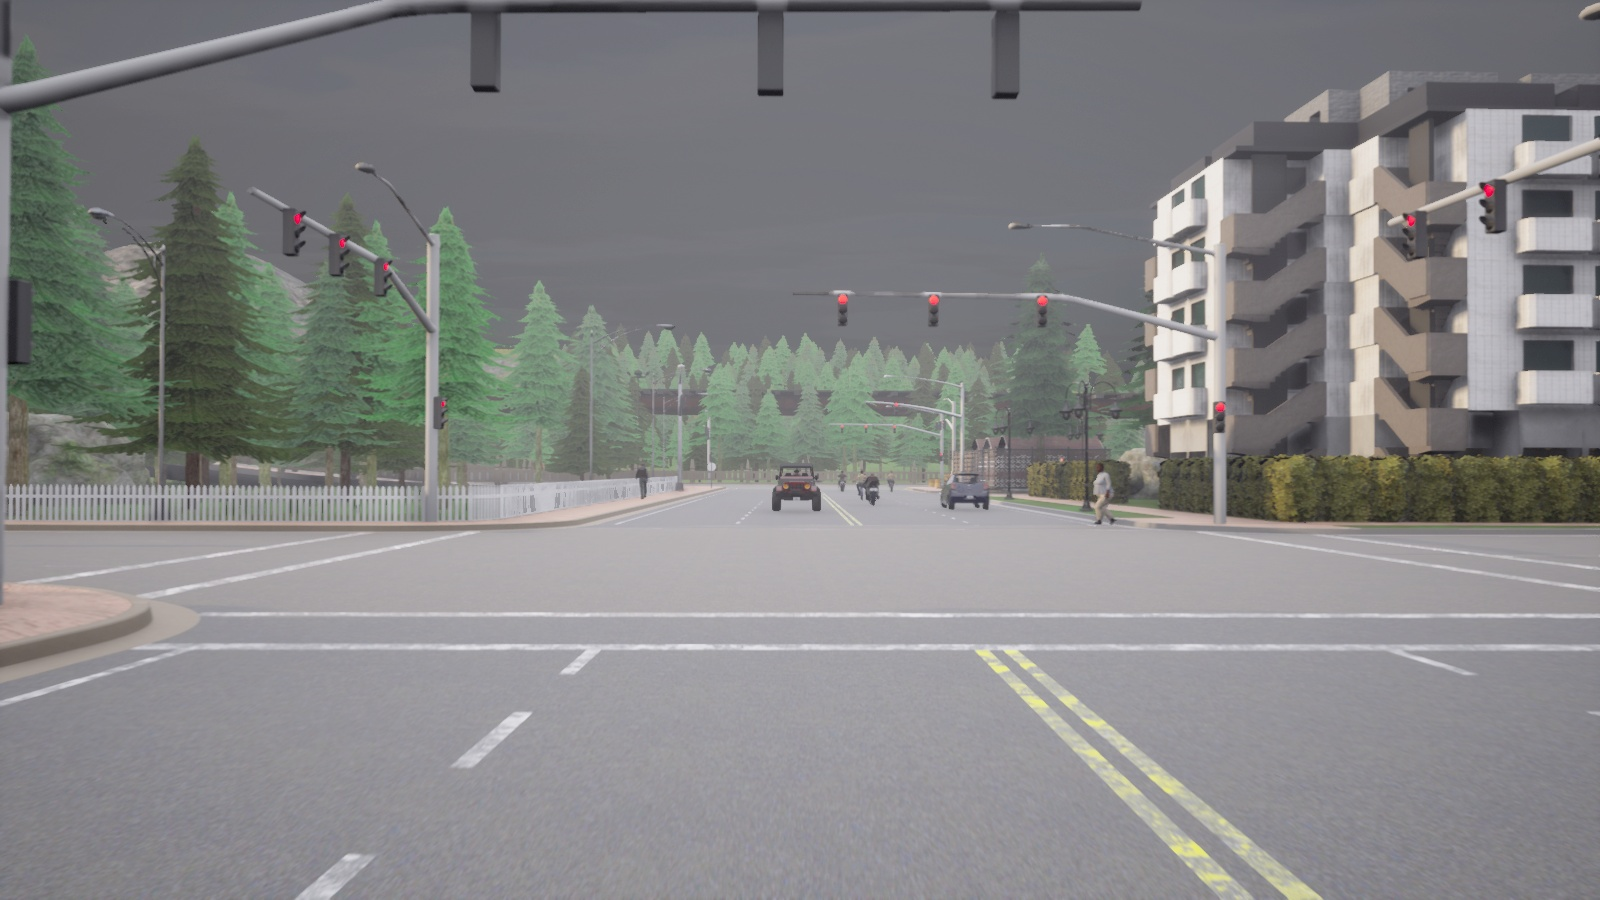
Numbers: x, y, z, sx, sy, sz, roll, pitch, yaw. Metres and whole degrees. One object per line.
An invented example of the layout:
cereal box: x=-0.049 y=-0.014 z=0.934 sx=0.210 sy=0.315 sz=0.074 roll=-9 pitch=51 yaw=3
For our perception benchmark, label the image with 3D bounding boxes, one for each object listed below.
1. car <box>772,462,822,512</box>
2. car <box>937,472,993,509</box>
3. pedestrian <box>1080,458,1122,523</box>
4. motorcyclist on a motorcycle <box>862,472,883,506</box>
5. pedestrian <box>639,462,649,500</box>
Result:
car: x=-0.121 y=1.440 z=49.612 sx=1.905 sy=1.878 sz=3.866 roll=0 pitch=-1 yaw=0
car: x=6.872 y=1.681 z=52.709 sx=1.845 sy=1.501 sz=3.633 roll=0 pitch=-1 yaw=0
pedestrian: x=8.718 y=1.175 z=36.351 sx=0.900 sy=1.855 sz=0.874 roll=0 pitch=-1 yaw=-9
motorcyclist on a motorcycle: x=3.358 y=1.813 z=58.485 sx=0.866 sy=1.530 sz=2.191 roll=0 pitch=-1 yaw=0
pedestrian: x=-7.664 y=1.535 z=61.755 sx=0.376 sy=1.854 sz=0.720 roll=0 pitch=-1 yaw=0
